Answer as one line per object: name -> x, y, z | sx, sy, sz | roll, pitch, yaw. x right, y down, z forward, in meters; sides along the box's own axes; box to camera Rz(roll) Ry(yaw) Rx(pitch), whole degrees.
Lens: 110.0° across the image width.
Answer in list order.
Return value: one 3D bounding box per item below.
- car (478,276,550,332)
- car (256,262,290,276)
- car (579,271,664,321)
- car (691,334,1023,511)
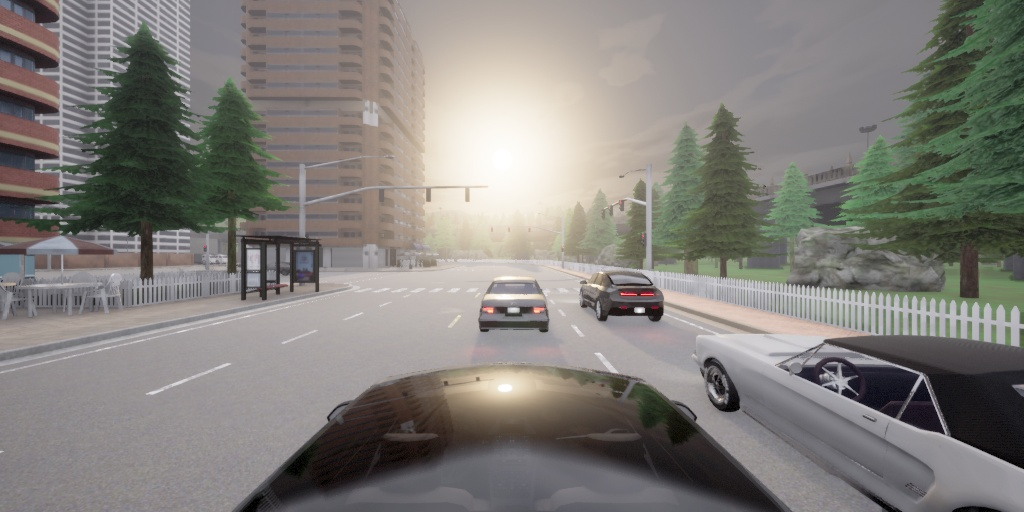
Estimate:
car -> 0.081, 1.297, 10.787 | 2.033, 1.411, 5.357 | 0, 0, 1
car -> -24.700, 1.331, 37.773 | 4.674, 1.442, 1.812 | 0, 0, 0
car -> 3.568, 1.255, 12.375 | 1.837, 1.490, 4.892 | 0, 0, 1
car -> 3.514, 1.351, 3.113 | 1.895, 1.301, 4.718 | 0, 0, 1
